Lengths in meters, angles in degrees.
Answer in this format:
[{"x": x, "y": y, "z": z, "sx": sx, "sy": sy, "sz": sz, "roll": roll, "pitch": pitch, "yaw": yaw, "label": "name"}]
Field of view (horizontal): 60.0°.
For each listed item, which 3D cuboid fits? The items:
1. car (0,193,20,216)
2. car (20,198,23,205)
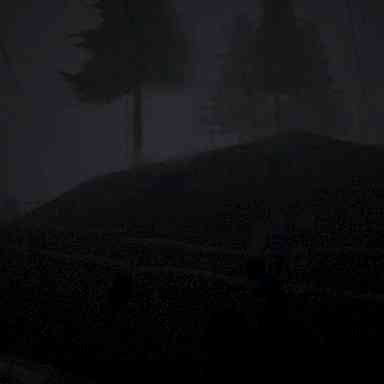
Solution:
[{"x": -17.809, "y": 1.089, "z": 28.075, "sx": 2.150, "sy": 2.045, "sz": 5.566, "roll": 0, "pitch": 1, "yaw": 17, "label": "car"}, {"x": -26.378, "y": 1.288, "z": 47.363, "sx": 1.812, "sy": 1.442, "sz": 4.674, "roll": 0, "pitch": 1, "yaw": 18, "label": "car"}]
